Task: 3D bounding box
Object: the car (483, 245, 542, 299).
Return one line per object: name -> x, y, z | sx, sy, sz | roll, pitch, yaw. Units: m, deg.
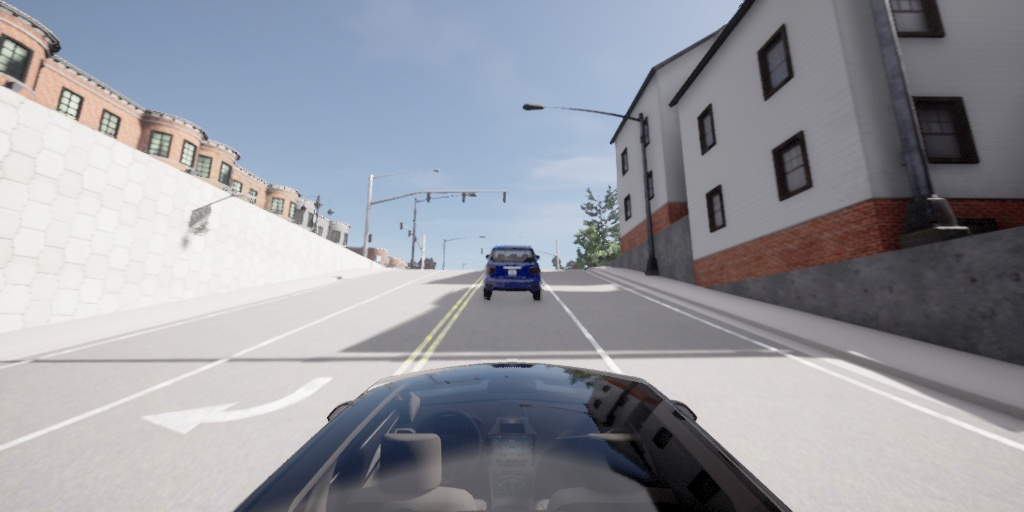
car -> 0.028, 0.550, 15.080 | 2.150, 2.045, 5.566 | 1, 2, 0
